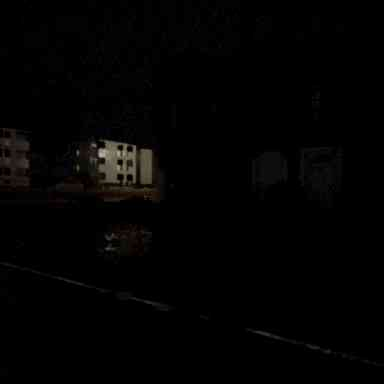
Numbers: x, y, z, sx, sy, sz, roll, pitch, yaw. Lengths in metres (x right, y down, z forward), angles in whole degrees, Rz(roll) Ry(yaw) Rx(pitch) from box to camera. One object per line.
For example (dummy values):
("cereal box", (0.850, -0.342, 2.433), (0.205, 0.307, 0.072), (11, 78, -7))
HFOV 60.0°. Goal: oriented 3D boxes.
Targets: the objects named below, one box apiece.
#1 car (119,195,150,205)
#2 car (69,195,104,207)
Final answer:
("car", (-8.191, 1.244, 47.872), (2.128, 1.511, 4.902), (0, 0, 40))
("car", (-14.434, 1.231, 45.602), (1.837, 1.490, 4.892), (0, 0, 38))
